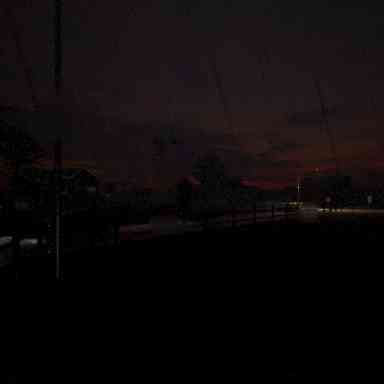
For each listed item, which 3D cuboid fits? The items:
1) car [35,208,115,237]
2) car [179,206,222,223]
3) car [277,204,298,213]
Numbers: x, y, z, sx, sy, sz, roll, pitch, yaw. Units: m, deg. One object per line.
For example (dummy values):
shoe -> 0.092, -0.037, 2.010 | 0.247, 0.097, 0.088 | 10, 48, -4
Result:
car -> -6.607, 1.701, 19.499 | 1.837, 1.490, 4.892 | 0, 0, 36
car -> 0.797, 1.966, 29.956 | 1.895, 1.301, 4.718 | 0, -1, 35
car -> 13.971, 2.345, 48.537 | 1.895, 1.301, 4.718 | 0, -1, 35
